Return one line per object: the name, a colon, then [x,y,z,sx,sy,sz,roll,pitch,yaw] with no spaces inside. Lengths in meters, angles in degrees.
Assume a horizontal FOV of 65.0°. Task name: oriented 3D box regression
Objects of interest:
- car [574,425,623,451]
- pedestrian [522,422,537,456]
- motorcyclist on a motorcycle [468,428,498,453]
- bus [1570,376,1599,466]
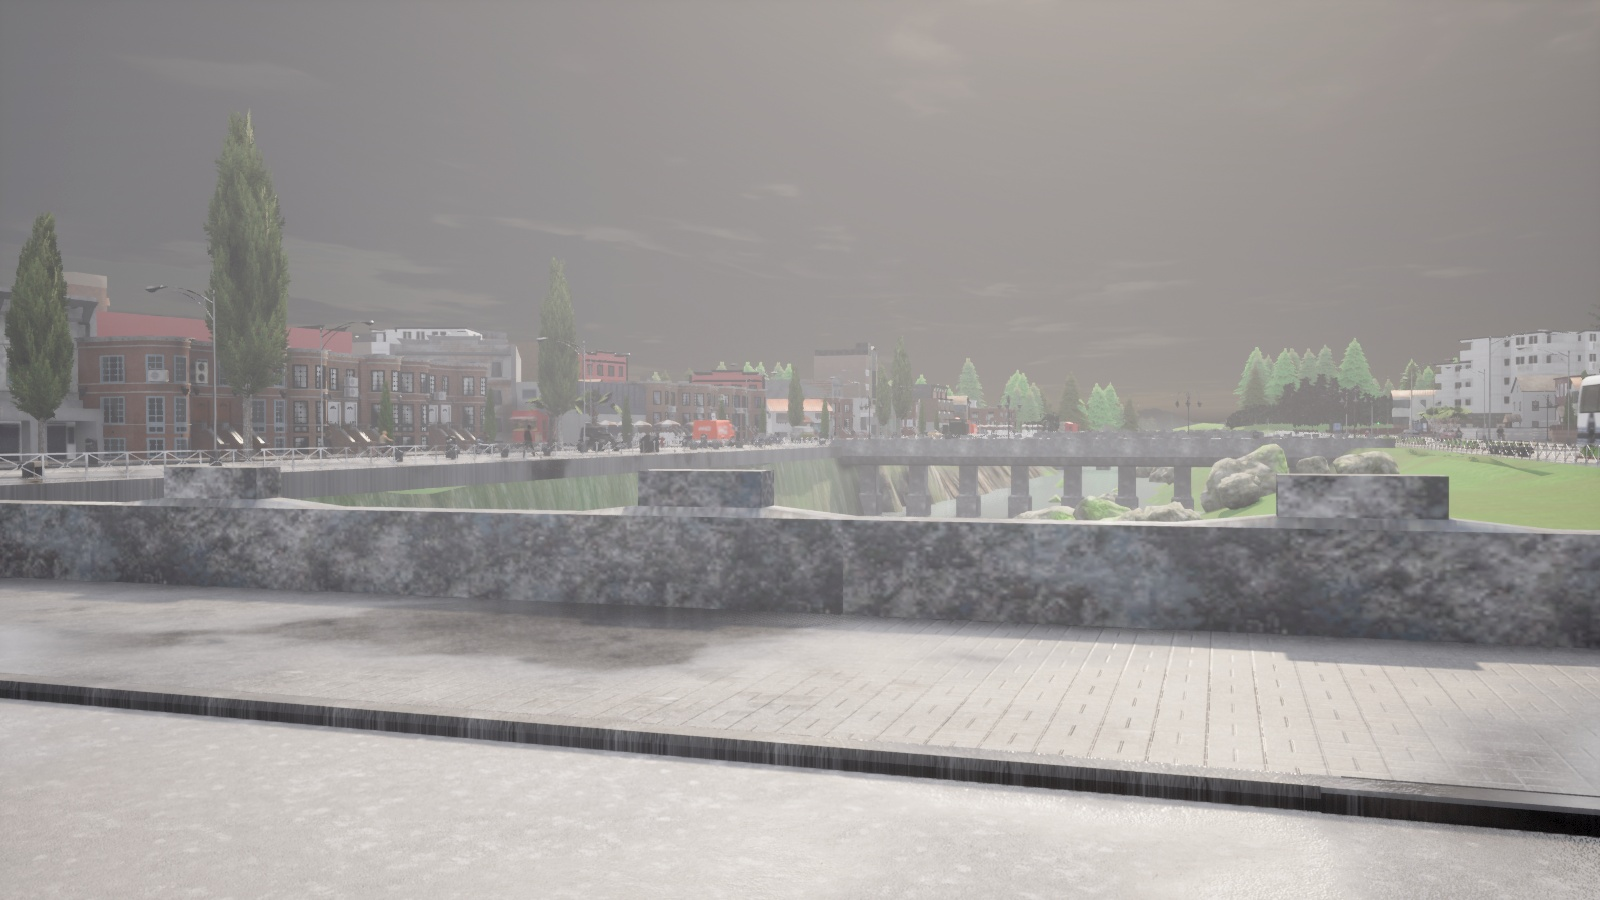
car: [-14.540,-0.888,90.896,1.905,1.878,3.866,1,1,19]
pedestrian: [-14.407,-0.589,66.884,0.431,1.840,0.703,1,1,32]
motorcyclist on a motorcycle: [-21.154,-0.644,83.767,0.766,1.649,2.350,1,1,19]
bus: [39.801,-1.345,58.988,3.944,4.253,10.273,1,1,19]
